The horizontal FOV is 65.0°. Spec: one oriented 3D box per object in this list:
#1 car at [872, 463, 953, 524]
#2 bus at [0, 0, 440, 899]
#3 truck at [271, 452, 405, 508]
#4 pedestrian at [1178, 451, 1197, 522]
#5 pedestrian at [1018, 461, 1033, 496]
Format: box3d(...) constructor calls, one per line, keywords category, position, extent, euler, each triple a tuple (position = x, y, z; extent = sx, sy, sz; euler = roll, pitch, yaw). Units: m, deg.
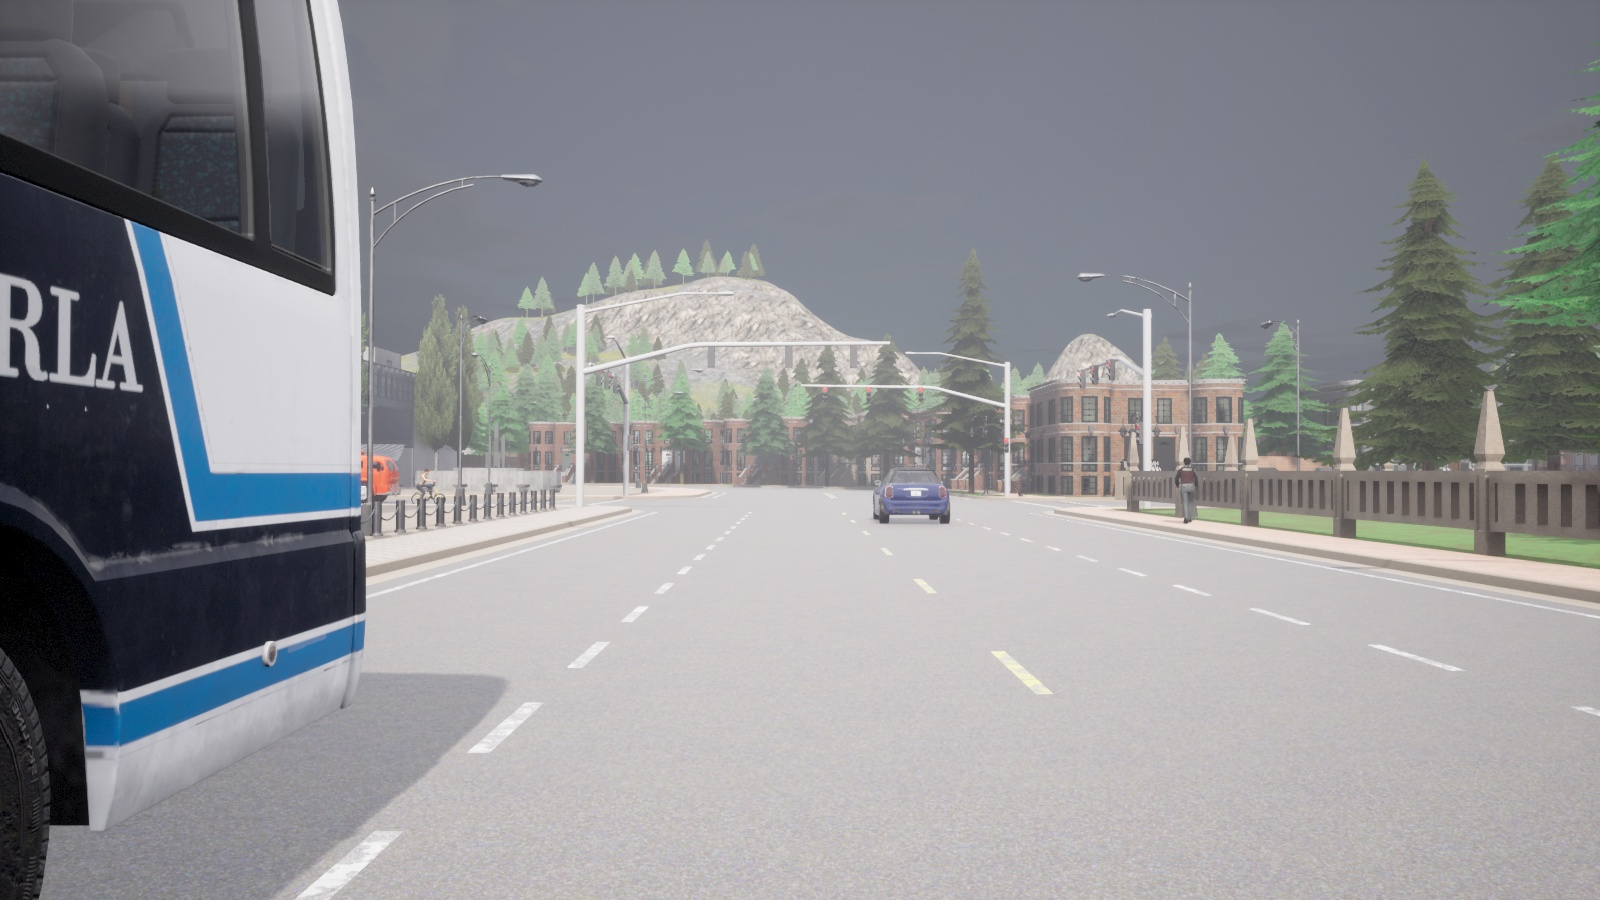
box3d(category="car", position=(3.417, 1.313, 39.050), extent=(2.097, 1.767, 4.553), euler=(0, -1, 0))
box3d(category="bus", position=(-3.506, -0.544, 0.234), extent=(3.944, 4.253, 10.273), euler=(0, -1, 0))
box3d(category="truck", position=(-21.139, 1.378, 57.643), extent=(5.204, 2.467, 2.627), euler=(0, -1, 0))
box3d(category="pedestrian", position=(10.704, 1.011, 34.691), extent=(0.402, 1.930, 0.666), euler=(0, -1, 11))
box3d(category="pedestrian", position=(12.711, 1.607, 70.736), extent=(0.788, 1.949, 0.423), euler=(0, -1, 2))
